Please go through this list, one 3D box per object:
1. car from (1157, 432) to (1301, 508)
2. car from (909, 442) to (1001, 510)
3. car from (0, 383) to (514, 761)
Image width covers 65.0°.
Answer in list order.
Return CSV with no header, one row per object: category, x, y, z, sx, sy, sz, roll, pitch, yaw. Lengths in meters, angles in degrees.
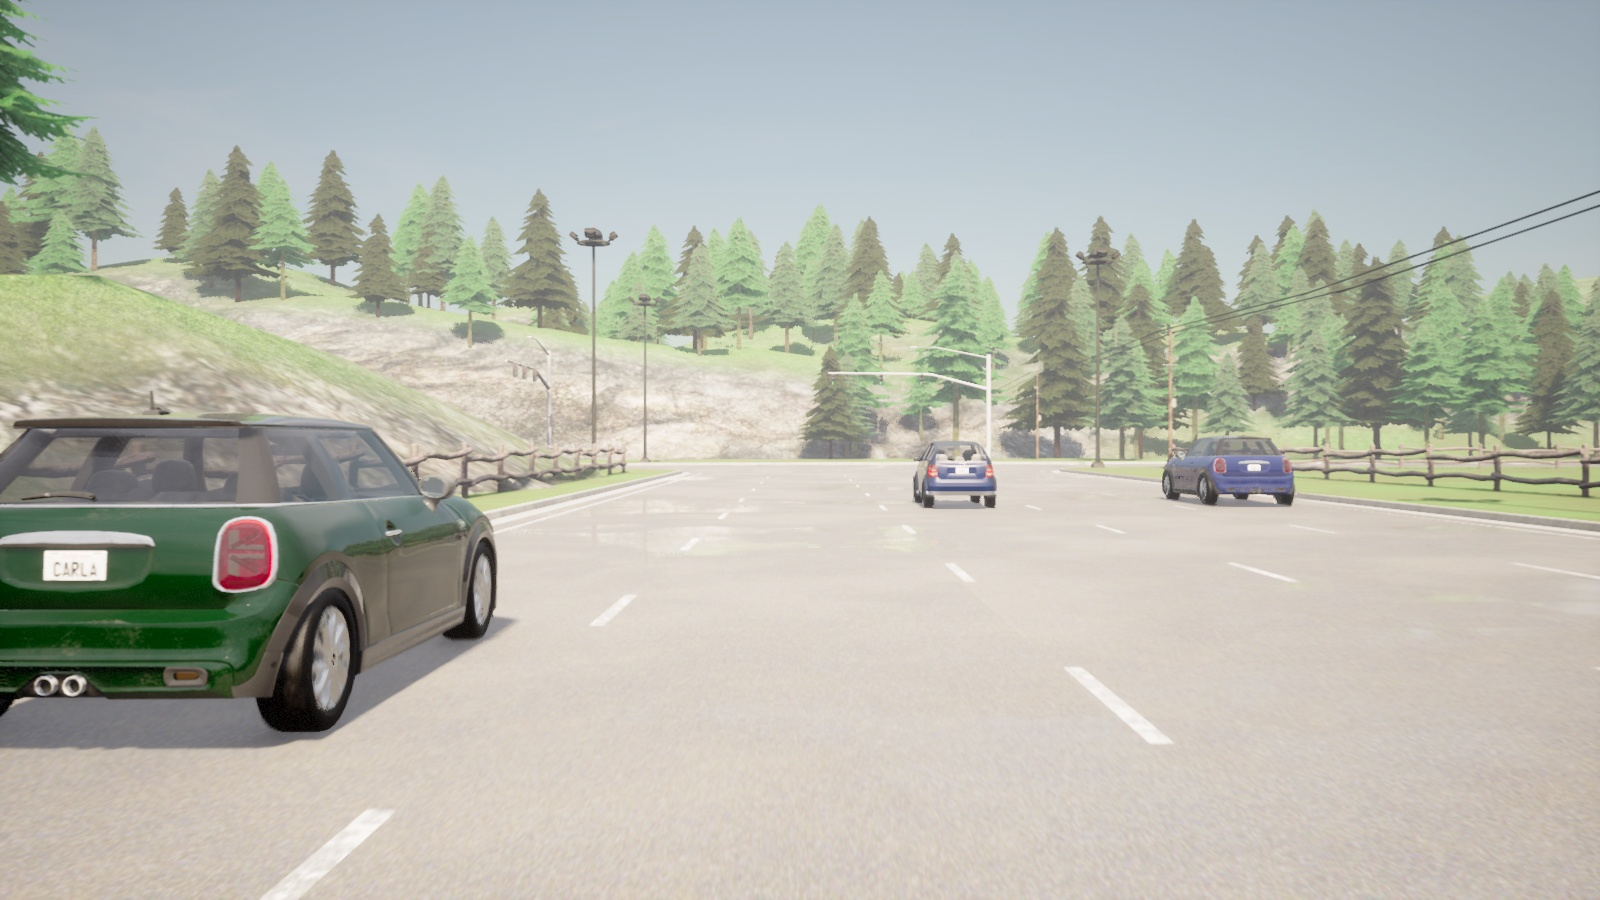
car,10.695,0.456,31.714,2.097,1.767,4.553,0,0,0
car,3.687,0.577,30.370,1.789,1.549,3.705,0,0,0
car,-3.439,0.561,8.157,2.097,1.767,4.553,0,0,0
